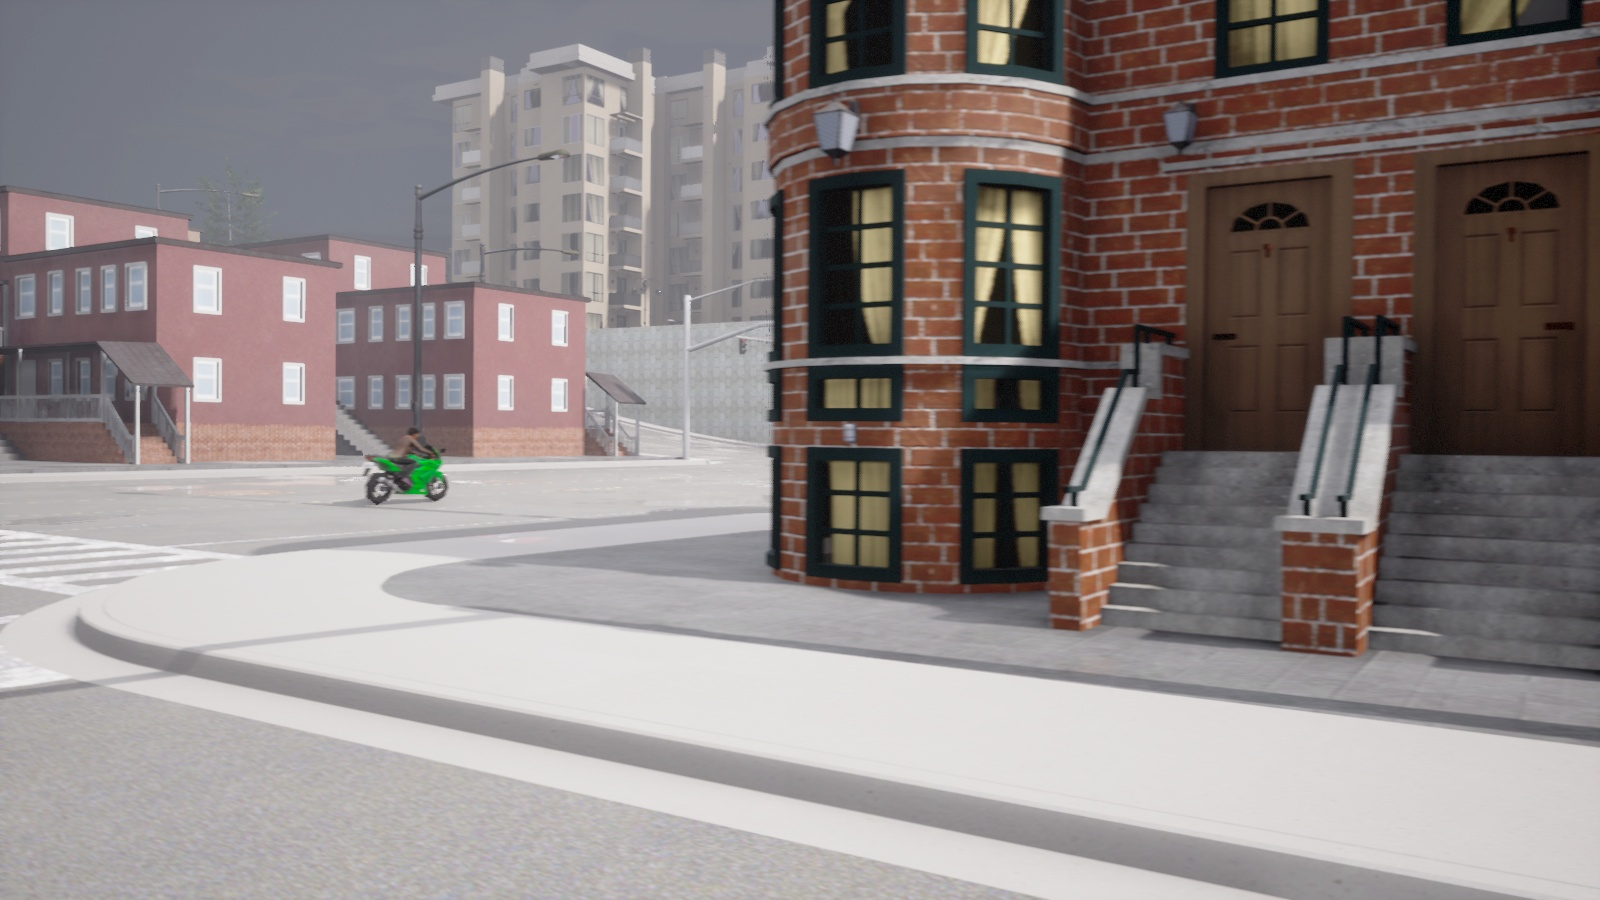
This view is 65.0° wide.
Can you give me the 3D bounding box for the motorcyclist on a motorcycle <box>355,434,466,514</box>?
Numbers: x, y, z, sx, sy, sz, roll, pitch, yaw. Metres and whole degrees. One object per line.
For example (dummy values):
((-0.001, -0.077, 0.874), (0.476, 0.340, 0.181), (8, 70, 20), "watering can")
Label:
((-7.698, 0.444, 24.892), (0.797, 1.523, 2.044), (0, 1, 34), "motorcyclist on a motorcycle")
